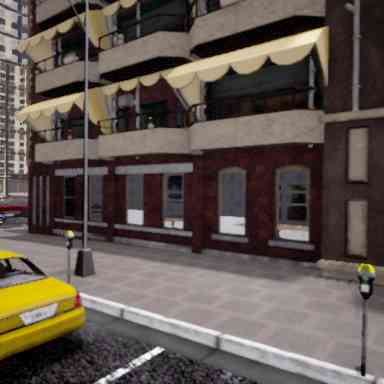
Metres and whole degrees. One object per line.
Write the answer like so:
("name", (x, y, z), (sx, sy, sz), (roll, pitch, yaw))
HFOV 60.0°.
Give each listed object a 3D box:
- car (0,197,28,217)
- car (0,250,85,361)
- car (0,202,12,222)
("car", (-16.693, 1.370, 30.195), (2.192, 1.841, 5.009), (1, 0, 36))
("car", (-3.827, 1.530, 5.591), (4.829, 1.417, 1.752), (0, 1, 36))
("car", (-15.648, 1.642, 22.517), (2.033, 1.411, 5.357), (1, 0, 38))
